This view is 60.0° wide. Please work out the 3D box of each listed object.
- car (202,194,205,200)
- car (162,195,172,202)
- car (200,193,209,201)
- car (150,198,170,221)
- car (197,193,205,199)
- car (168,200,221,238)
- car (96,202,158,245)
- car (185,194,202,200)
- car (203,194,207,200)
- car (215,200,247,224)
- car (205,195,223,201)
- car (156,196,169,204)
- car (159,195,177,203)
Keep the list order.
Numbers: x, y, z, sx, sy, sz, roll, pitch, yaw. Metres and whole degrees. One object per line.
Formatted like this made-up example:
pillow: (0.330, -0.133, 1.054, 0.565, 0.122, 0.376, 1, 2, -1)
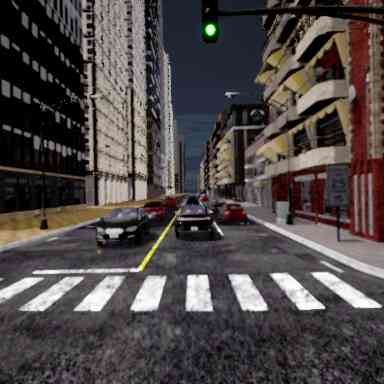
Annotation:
car: (2.802, 1.313, 69.718, 1.802, 1.307, 4.206, -1, 0, 0)
car: (-5.566, 1.429, 75.382, 1.887, 1.381, 4.507, -1, 0, 0)
car: (2.810, 1.159, 75.366, 1.967, 1.590, 4.097, -1, 0, 0)
car: (-3.064, 1.480, 26.620, 1.812, 1.442, 4.674, -1, 0, 0)
car: (2.513, 1.166, 93.023, 1.882, 1.535, 5.008, -1, 0, 0)
car: (0.113, 1.408, 17.303, 2.128, 1.511, 4.902, -1, 0, 0)
car: (-3.089, 1.476, 15.639, 2.128, 1.511, 4.902, -1, 0, 0)
car: (0.068, 1.349, 45.446, 1.837, 1.490, 4.892, -1, 1, 0)
car: (2.750, 1.350, 41.475, 2.008, 1.369, 4.403, -1, 0, 0)
car: (2.765, 1.431, 22.909, 1.802, 1.307, 4.206, -1, 0, 0)
car: (2.738, 1.365, 35.827, 2.008, 1.369, 4.403, -1, 0, 0)
car: (-5.587, 1.460, 64.085, 2.008, 1.369, 4.403, -1, 0, 0)
car: (-2.989, 1.383, 44.281, 1.882, 1.535, 5.008, -1, 0, 1)
